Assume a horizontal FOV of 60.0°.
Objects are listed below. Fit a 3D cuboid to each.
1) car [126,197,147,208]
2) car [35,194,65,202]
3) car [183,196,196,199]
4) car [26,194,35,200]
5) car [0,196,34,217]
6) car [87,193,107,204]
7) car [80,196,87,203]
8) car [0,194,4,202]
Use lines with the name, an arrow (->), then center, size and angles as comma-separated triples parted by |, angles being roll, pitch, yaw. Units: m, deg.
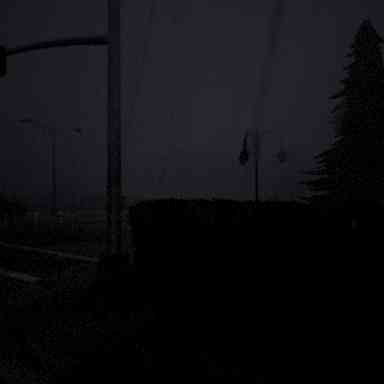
car -> -7.462, 1.378, 44.061 | 1.970, 1.475, 3.806 | 0, 0, 36
car -> -28.716, 1.142, 68.128 | 2.152, 1.636, 5.027 | 0, 0, 36
car -> -0.712, 1.368, 48.349 | 1.845, 1.501, 3.633 | 0, 0, 36
car -> -34.117, 1.219, 71.610 | 1.970, 1.475, 3.806 | 0, 0, 36
car -> -15.893, 1.334, 27.200 | 2.007, 1.523, 4.514 | 0, 0, 36
car -> -15.724, 1.088, 59.303 | 1.932, 1.855, 4.605 | 0, 0, 36
car -> -18.325, 1.067, 60.663 | 1.905, 1.878, 3.866 | 0, 0, 36
car -> -41.204, 1.284, 68.022 | 2.007, 1.523, 4.514 | 0, 0, 36
